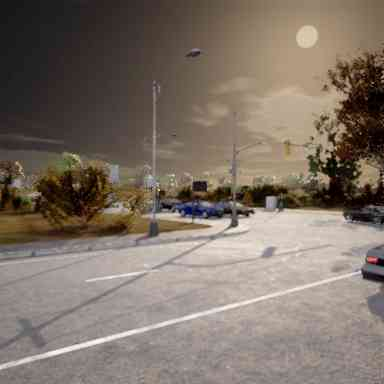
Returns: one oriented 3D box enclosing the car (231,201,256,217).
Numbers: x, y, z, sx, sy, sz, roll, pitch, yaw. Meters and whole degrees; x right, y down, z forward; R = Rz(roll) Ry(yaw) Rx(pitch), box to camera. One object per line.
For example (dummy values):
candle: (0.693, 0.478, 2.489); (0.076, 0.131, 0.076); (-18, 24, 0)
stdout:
car: (3.568, 1.600, 32.000); (2.033, 1.411, 5.357); (0, 0, -39)

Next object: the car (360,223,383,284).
car: (6.322, 1.572, 8.354); (5.357, 1.411, 2.033); (0, 0, -37)

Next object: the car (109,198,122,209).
car: (-11.455, 1.533, 45.157); (2.128, 1.511, 4.902); (0, 0, -38)

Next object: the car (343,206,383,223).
car: (13.069, 1.661, 23.882); (1.895, 1.301, 4.718); (0, 0, -11)

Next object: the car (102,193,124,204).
car: (-16.238, 1.289, 68.131); (2.150, 2.045, 5.566); (0, 0, -38)

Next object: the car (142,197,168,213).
car: (-5.096, 1.548, 37.211); (1.837, 1.490, 4.892); (0, 0, -39)

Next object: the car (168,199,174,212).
car: (-2.436, 1.542, 39.487); (2.128, 1.511, 4.902); (0, 0, -39)

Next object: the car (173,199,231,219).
car: (0.778, 1.522, 29.880); (1.882, 1.535, 5.008); (0, 0, -40)

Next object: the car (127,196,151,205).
car: (-9.640, 1.558, 59.989); (2.128, 1.511, 4.902); (0, 0, -39)
